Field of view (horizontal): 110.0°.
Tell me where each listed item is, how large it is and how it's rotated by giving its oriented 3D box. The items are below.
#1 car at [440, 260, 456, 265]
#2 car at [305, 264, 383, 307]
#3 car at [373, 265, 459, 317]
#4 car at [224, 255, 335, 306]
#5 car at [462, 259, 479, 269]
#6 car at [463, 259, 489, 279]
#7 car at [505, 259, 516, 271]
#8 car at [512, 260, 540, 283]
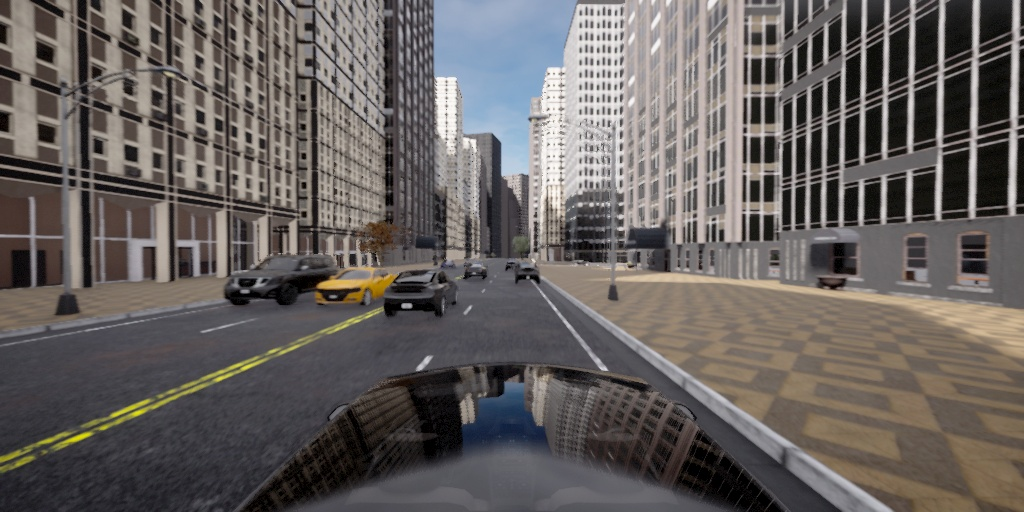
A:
[{"bbox_3d":[-9.809,1.275,55.058,1.812,1.442,4.674,0,0,1],"label":"car"},{"bbox_3d":[-6.600,1.227,15.740,1.882,1.535,5.008,0,0,0],"label":"car"},{"bbox_3d":[-3.155,1.254,13.164,1.837,1.490,4.892,0,0,0],"label":"car"},{"bbox_3d":[-9.850,0.973,15.991,2.150,2.045,5.566,0,0,0],"label":"car"},{"bbox_3d":[-6.557,1.241,56.844,2.128,1.511,4.902,0,0,1],"label":"car"},{"bbox_3d":[-3.159,1.276,32.161,1.812,1.442,4.674,0,0,0],"label":"car"},{"bbox_3d":[0.010,1.255,49.517,1.837,1.490,4.892,0,0,0],"label":"car"},{"bbox_3d":[1.130,1.255,27.541,1.837,1.490,4.892,0,0,0],"label":"car"}]
